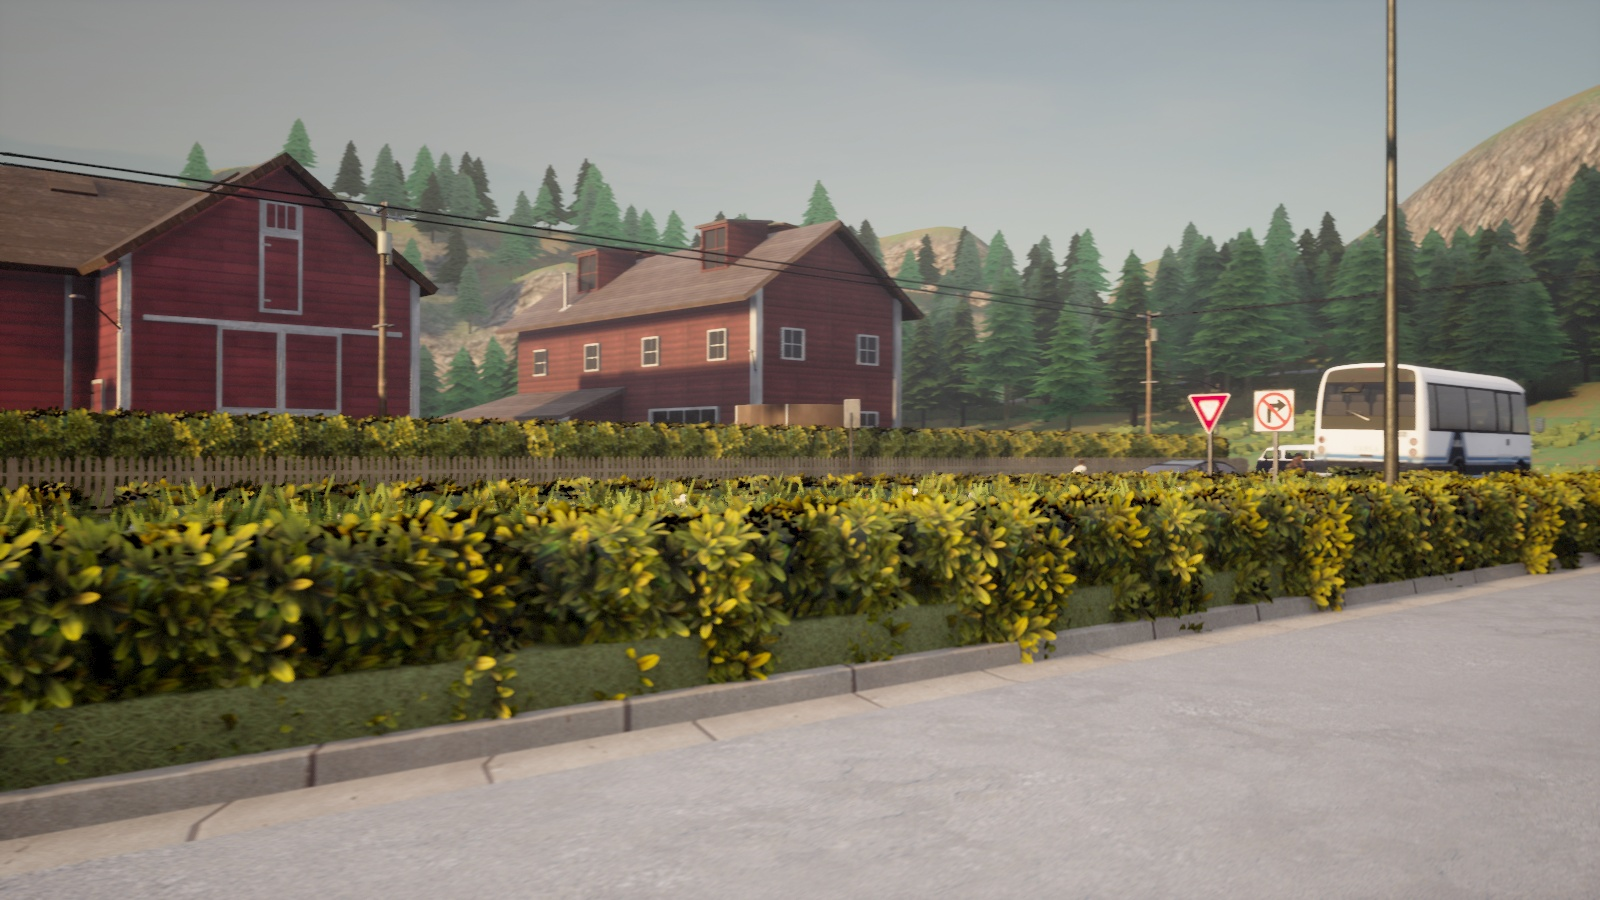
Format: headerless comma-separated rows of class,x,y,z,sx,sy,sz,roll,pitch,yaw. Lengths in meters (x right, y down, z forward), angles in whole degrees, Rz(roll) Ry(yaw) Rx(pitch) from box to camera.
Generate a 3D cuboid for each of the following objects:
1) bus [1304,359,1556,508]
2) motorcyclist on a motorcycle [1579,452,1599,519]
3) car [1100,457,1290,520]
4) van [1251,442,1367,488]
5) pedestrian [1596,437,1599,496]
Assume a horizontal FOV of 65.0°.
bus,20.619,-0.504,40.704,10.273,4.253,3.944,0,1,-43
motorcyclist on a motorcycle,18.741,0.808,28.129,0.797,1.523,2.044,0,0,-30
car,9.898,0.898,31.223,5.357,1.411,2.033,0,0,-42
van,23.296,0.656,57.578,2.069,2.038,4.480,0,0,-41
pedestrian,25.224,0.515,39.103,0.370,1.835,0.726,0,0,-2
